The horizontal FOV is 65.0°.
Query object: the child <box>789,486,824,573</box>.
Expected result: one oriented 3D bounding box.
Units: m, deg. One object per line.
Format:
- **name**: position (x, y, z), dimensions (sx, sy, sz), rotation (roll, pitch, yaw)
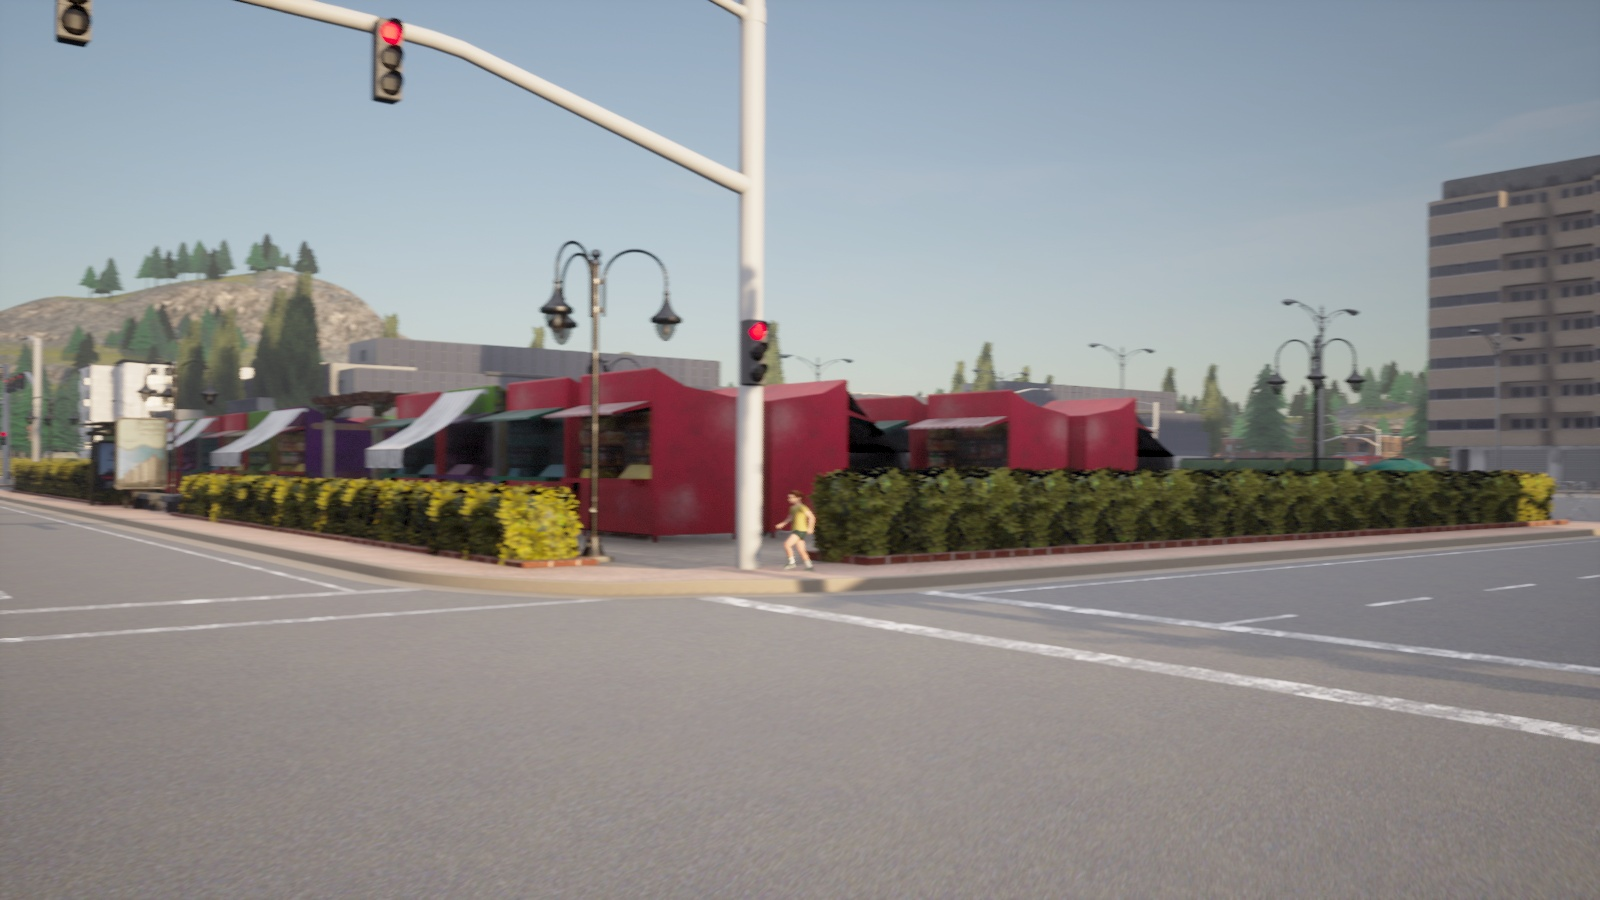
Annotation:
- **child**: position (0.083, 1.027, 16.379), dimensions (0.394, 1.110, 0.255), rotation (0, -1, -21)
